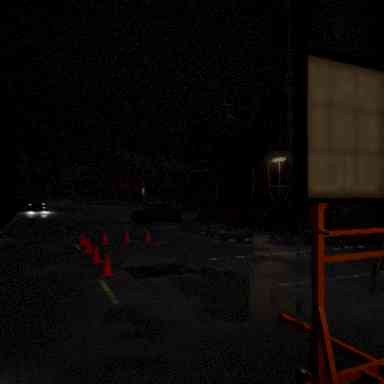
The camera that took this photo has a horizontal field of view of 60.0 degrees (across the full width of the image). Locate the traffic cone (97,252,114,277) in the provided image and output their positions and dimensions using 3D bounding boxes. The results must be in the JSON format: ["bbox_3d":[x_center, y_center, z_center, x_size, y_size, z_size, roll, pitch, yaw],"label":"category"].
[{"bbox_3d":[-2.364,2.025,9.260,0.340,0.580,0.340,0,0,-25],"label":"traffic cone"}]

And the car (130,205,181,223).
[{"bbox_3d":[-3.055,1.764,27.767,4.181,1.381,1.994,0,0,-25],"label":"car"}]

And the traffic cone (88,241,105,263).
[{"bbox_3d":[-3.193,2.038,11.080,0.340,0.580,0.340,0,0,-25],"label":"traffic cone"}]

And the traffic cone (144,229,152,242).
[{"bbox_3d":[-2.123,2.079,15.963,0.340,0.580,0.340,0,0,-25],"label":"traffic cone"}]

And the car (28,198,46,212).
[{"bbox_3d":[-20.857,1.662,44.844,2.097,1.767,4.553,0,0,-24],"label":"car"}]

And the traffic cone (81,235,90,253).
[{"bbox_3d":[-4.023,2.051,12.899,0.340,0.580,0.340,0,0,-25],"label":"traffic cone"}]

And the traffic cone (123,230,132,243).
[{"bbox_3d":[-3.033,2.073,15.549,0.340,0.580,0.340,0,0,-25],"label":"traffic cone"}]

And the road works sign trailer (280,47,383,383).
[{"bbox_3d":[1.896,0.498,3.519,2.380,3.560,2.880,0,0,-25],"label":"road works sign trailer"}]

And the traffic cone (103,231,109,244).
[{"bbox_3d":[-3.943,2.068,15.134,0.340,0.580,0.340,0,0,-25],"label":"traffic cone"}]

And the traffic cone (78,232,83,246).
[{"bbox_3d":[-4.853,2.063,14.719,0.340,0.580,0.340,0,0,-25],"label":"traffic cone"}]
